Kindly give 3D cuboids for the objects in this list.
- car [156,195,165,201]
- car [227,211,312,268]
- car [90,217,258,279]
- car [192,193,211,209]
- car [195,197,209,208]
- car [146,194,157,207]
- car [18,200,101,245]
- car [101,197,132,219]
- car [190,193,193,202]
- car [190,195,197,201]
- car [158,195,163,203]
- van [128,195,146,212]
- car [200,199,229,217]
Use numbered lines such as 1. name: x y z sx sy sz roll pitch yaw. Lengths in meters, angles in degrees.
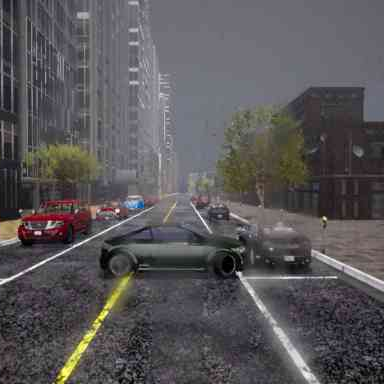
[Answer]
1. car: -7.806 1.497 82.663 1.752 1.417 4.829 -1 0 -1
2. car: 2.556 1.548 11.116 2.008 1.369 4.403 -1 0 -1
3. car: -0.462 1.557 9.516 4.181 1.385 1.994 0 0 -1
4. car: 1.565 1.301 44.309 2.192 1.841 5.009 -1 0 -1
5. car: 1.421 1.509 50.011 1.752 1.417 4.829 -1 0 -1
6. car: -6.955 1.299 49.635 2.192 1.841 5.009 -1 0 -1
7. car: -6.181 1.310 15.707 2.192 1.841 5.009 -1 0 -1
8. car: -6.375 1.432 26.775 1.967 1.590 4.097 -1 0 -1
9. car: 0.850 1.291 71.972 2.192 1.841 5.009 -1 0 -1
10. car: 0.426 1.551 88.570 1.802 1.307 4.206 -1 0 -1
11. car: -7.381 1.522 66.234 1.887 1.381 4.507 -1 0 -1
12. van: -6.669 1.329 38.569 1.690 1.788 3.998 -1 0 -1
13. car: 2.028 1.543 26.976 2.008 1.369 4.403 -1 0 -1
